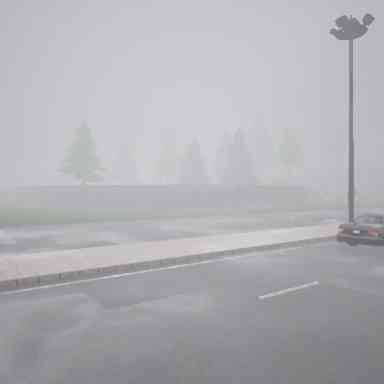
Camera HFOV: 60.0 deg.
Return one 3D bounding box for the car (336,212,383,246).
[{"bbox_3d":[8.269,1.562,14.066,5.357,1.411,2.033,0,0,-35],"label":"car"}]
